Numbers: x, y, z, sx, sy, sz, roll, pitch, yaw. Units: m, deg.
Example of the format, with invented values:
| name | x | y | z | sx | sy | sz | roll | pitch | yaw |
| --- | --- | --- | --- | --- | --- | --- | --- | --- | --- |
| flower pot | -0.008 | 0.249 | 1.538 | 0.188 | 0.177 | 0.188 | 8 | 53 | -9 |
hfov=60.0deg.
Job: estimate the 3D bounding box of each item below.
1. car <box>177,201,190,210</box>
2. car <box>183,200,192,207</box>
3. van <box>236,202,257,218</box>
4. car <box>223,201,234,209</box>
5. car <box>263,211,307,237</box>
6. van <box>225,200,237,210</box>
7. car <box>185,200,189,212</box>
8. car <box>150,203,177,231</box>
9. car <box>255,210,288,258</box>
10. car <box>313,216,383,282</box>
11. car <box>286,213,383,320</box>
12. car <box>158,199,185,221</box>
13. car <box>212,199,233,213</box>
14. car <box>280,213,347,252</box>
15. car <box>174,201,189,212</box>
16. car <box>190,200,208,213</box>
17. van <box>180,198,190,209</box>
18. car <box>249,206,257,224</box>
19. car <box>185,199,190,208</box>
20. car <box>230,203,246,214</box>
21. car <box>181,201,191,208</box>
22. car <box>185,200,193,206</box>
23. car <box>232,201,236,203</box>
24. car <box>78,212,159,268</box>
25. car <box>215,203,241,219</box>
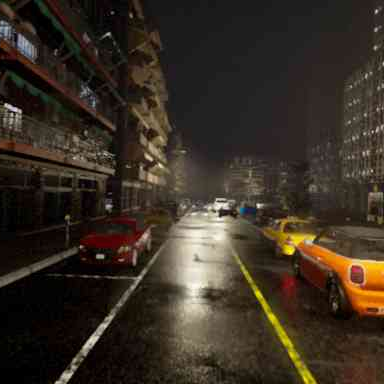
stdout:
| name | x | y | z | sx | sy | sz | roll | pitch | yaw |
| --- | --- | --- | --- | --- | --- | --- | --- | --- | --- |
| car | -1.381 | 2.216 | 55.812 | 1.887 | 1.381 | 4.507 | 2 | -1 | 1 |
| car | -0.957 | 2.494 | 72.384 | 1.802 | 1.307 | 4.206 | 2 | -1 | 1 |
| van | 6.572 | 2.058 | 39.023 | 1.690 | 1.788 | 3.998 | 2 | -1 | 1 |
| car | 7.280 | 2.640 | 66.811 | 1.752 | 1.417 | 4.829 | 1 | -1 | 1 |
| car | 6.140 | 2.072 | 22.448 | 1.802 | 1.307 | 4.206 | 2 | -1 | 1 |
| van | 7.139 | 2.373 | 61.121 | 1.690 | 1.788 | 3.998 | 2 | -1 | 1 |
| car | -1.806 | 1.987 | 39.240 | 2.008 | 1.369 | 4.403 | 2 | -1 | 1 |
| car | -2.236 | 1.732 | 22.498 | 1.752 | 1.417 | 4.829 | 2 | -1 | 1 |
| car | 4.130 | 1.772 | 14.056 | 1.801 | 1.575 | 5.366 | 2 | -1 | 2 |
| car | 5.860 | 1.781 | 11.400 | 1.967 | 1.590 | 4.097 | 2 | -1 | 1 |
| car | 3.850 | 1.581 | 7.884 | 2.097 | 1.767 | 4.553 | 2 | -1 | 4 |
| car | -2.084 | 1.599 | 28.194 | 2.192 | 1.841 | 5.009 | 2 | -1 | 1 |
| car | 4.108 | 1.965 | 47.381 | 2.150 | 2.045 | 5.566 | 2 | -1 | 1 |
| car | 6.004 | 1.943 | 17.093 | 1.752 | 1.417 | 4.829 | 2 | -1 | 1 |
| car | -1.523 | 2.157 | 50.288 | 1.947 | 1.339 | 4.313 | 2 | -1 | 1 |
| car | 1.075 | 1.977 | 46.204 | 2.097 | 1.767 | 4.553 | 2 | -1 | 1 |
| van | -1.234 | 2.092 | 61.340 | 1.690 | 1.788 | 3.998 | 2 | -1 | 1 |
| car | 6.281 | 2.147 | 27.971 | 1.802 | 1.307 | 4.206 | 2 | -1 | 1 |
| car | -1.661 | 1.954 | 44.764 | 1.967 | 1.590 | 4.097 | 2 | -1 | 1 |
| car | 6.850 | 2.438 | 50.069 | 1.947 | 1.339 | 4.313 | 2 | -1 | 1 |
| car | -1.099 | 2.413 | 66.860 | 1.802 | 1.307 | 4.206 | 2 | -1 | 1 |
| car | -0.673 | 2.640 | 83.433 | 1.947 | 1.339 | 4.313 | 2 | -1 | 1 |
| car | 6.713 | 2.322 | 44.714 | 1.752 | 1.417 | 4.829 | 2 | -1 | 1 |
| car | -2.516 | 1.605 | 11.618 | 1.887 | 1.381 | 4.507 | 2 | -1 | 1 |
| car | 3.856 | 2.193 | 36.456 | 1.895 | 1.301 | 4.718 | 2 | -1 | 2 |
